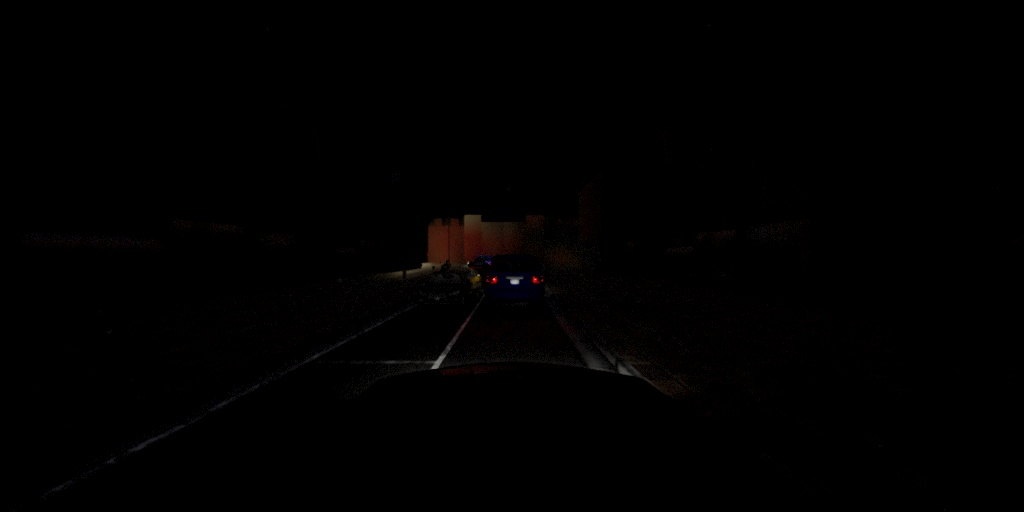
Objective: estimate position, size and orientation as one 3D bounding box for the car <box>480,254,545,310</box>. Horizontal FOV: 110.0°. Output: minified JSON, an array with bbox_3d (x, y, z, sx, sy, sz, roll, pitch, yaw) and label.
[{"bbox_3d":[0.100,0.953,14.618,2.150,2.045,5.566,0,0,0],"label":"car"}]

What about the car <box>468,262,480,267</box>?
[{"bbox_3d":[-2.631,1.251,20.065,1.751,1.417,4.829,0,0,0],"label":"car"}]

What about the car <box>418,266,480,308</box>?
[{"bbox_3d":[-2.633,1.282,14.808,2.007,1.370,4.403,0,0,0],"label":"car"}]

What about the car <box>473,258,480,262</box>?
[{"bbox_3d":[-3.003,1.190,32.522,1.882,1.535,5.008,0,0,0],"label":"car"}]

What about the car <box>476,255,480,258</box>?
[{"bbox_3d":[-2.967,0.935,39.553,2.150,2.045,5.566,0,0,0],"label":"car"}]
